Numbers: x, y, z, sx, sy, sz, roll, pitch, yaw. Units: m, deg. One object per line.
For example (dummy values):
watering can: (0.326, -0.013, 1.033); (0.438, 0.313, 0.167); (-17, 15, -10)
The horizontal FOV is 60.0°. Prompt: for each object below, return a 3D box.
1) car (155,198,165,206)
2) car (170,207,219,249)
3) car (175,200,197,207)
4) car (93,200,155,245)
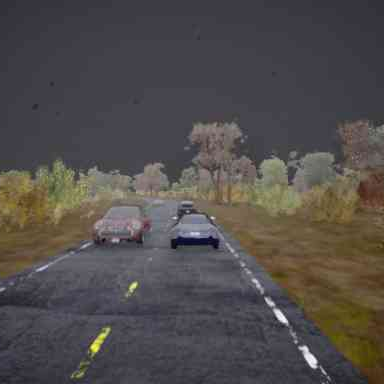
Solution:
car: (-5.523, 1.660, 56.319); (1.895, 1.301, 4.718); (0, 0, -5)
car: (0.089, 1.574, 14.728); (1.994, 1.385, 4.181); (0, 0, -1)
car: (-0.542, 1.532, 32.591); (1.837, 1.490, 4.892); (0, 0, -3)
car: (-3.126, 1.364, 15.662); (2.097, 1.767, 4.553); (0, 0, -1)
